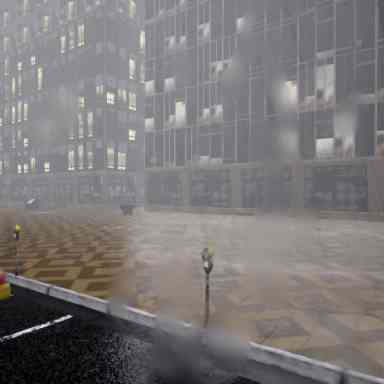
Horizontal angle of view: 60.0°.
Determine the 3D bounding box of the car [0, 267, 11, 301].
[{"bbox_3d":[-5.585,1.526,6.825,4.829,1.417,1.752,0,0,35],"label":"car"}]
